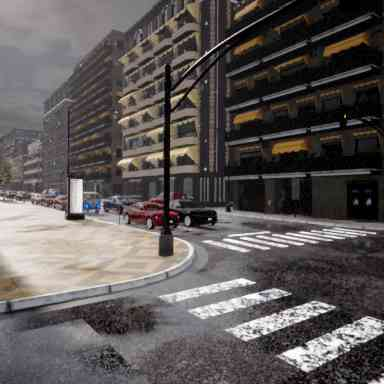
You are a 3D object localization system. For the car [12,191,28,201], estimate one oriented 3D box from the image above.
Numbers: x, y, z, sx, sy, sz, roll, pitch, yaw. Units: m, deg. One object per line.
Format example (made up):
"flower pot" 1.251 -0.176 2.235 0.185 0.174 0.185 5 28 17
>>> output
"car" -25.748 0.542 51.063 1.967 1.590 4.097 2 0 -36

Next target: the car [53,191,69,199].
"car" -25.757 0.530 65.286 1.752 1.417 4.829 2 0 -36

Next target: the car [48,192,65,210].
"car" -12.412 0.997 32.787 1.887 1.381 4.507 2 0 -36

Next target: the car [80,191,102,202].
"car" -15.650 0.711 51.441 1.967 1.590 4.097 2 0 -36

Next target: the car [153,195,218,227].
"car" -0.419 1.217 20.722 1.882 1.535 5.008 1 0 -35

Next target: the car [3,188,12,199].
"car" -32.421 0.471 60.202 1.887 1.381 4.507 2 0 -36

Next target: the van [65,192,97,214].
"van" -9.071 0.881 28.218 1.690 1.788 3.998 2 0 -36

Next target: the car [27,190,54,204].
"car" -18.981 0.805 41.788 1.752 1.417 4.829 2 0 -36

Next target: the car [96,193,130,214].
"car" -6.004 1.083 28.382 2.128 1.511 4.902 1 0 -36

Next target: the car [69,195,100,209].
"car" -11.826 1.039 36.369 1.895 1.301 4.718 1 0 -36

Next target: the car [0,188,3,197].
"car" -39.091 0.301 69.339 2.008 1.369 4.403 2 0 -36

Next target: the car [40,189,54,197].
"car" -32.324 0.272 74.286 1.967 1.590 4.097 2 0 -36

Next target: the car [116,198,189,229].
"car" -2.408 1.261 19.080 1.887 1.381 4.507 2 0 -36

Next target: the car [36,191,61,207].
"car" -15.747 0.909 37.356 1.887 1.381 4.507 2 0 -36

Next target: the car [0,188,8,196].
"car" -42.419 -0.022 73.909 2.192 1.841 5.009 2 0 -36

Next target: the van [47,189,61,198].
"van" -28.986 0.261 69.717 1.690 1.788 3.998 2 0 -36

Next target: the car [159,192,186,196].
"car" -2.307 0.937 33.164 2.192 1.841 5.009 2 0 -36

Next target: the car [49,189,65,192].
"car" -17.683 0.635 44.462 2.097 1.767 4.553 1 0 -36
